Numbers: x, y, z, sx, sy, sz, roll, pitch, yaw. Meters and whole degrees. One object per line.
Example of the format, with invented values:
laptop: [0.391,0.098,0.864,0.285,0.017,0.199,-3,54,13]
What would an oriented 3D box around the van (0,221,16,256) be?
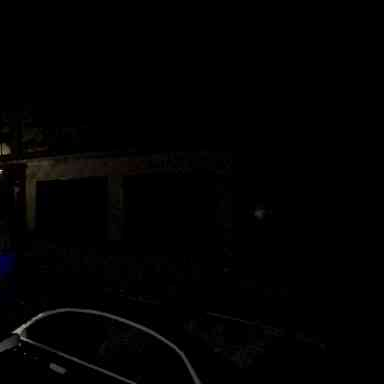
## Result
van: [-5.046,1.345,6.405,3.998,1.788,1.690,0,0,35]

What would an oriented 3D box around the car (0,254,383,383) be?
car: [-0.559,1.551,3.206,4.403,1.369,2.008,0,0,35]
